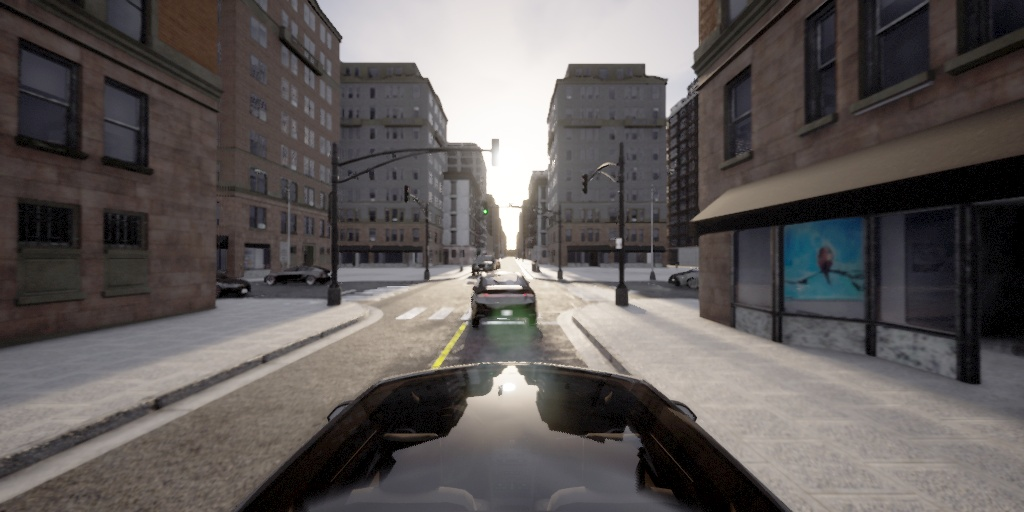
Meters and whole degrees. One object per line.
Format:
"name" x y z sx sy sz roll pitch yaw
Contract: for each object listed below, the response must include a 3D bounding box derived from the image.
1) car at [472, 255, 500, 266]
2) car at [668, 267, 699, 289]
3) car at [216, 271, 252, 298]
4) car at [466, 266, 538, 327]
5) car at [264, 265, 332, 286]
"car" -2.817 0.936 37.498 2.150 2.045 5.566 0 0 3
"car" 12.040 1.309 22.353 4.181 1.385 1.994 0 0 0
"car" -14.766 1.285 16.891 4.313 1.339 1.948 0 0 0
"car" -0.403 1.236 11.556 2.128 1.511 4.902 0 0 -7
"car" -14.759 1.323 24.917 4.313 1.339 1.948 0 0 0
